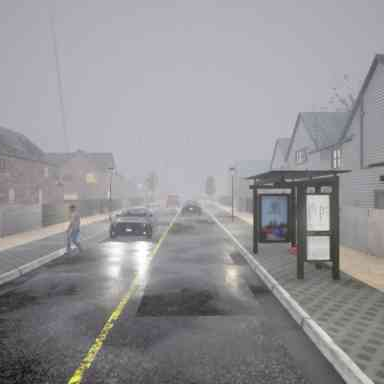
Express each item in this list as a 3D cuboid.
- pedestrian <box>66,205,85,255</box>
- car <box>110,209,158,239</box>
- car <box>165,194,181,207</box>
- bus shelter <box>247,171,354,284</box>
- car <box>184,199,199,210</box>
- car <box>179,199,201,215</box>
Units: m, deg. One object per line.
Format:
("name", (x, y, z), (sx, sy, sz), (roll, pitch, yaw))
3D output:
("pedestrian", (-4.189, 1.297, 11.982), (0.375, 1.860, 0.375), (0, 0, -4))
("car", (-2.914, 1.576, 17.297), (1.994, 1.385, 4.181), (0, 0, 0))
("car", (-3.043, 1.390, 53.838), (2.150, 2.045, 5.566), (0, 0, 0))
("bus shelter", (2.967, 0.877, 10.046), (1.920, 2.740, 3.880), (0, 0, 0))
("car", (-0.076, 1.674, 46.221), (2.033, 1.411, 5.357), (0, 0, 0))
("car", (-0.050, 1.637, 34.891), (1.994, 1.385, 4.181), (0, 0, 1))
